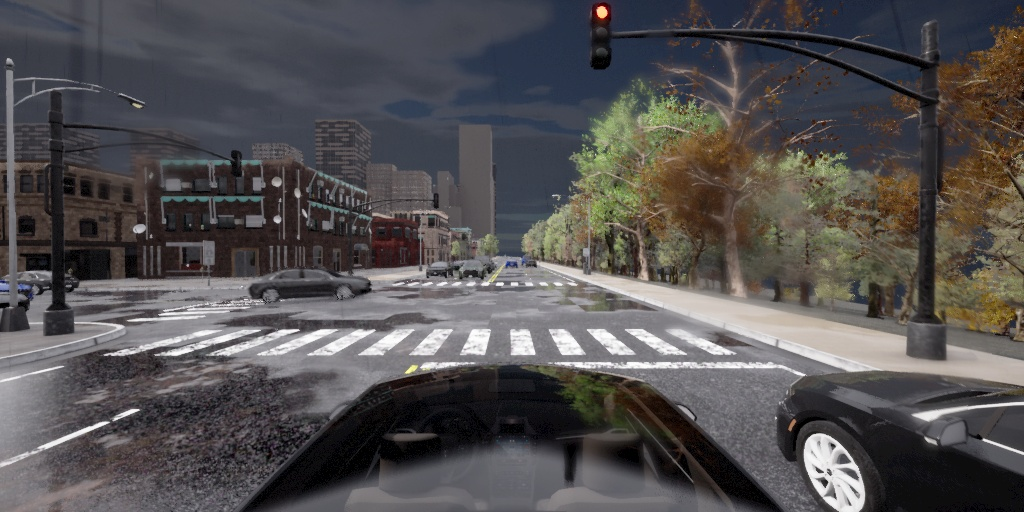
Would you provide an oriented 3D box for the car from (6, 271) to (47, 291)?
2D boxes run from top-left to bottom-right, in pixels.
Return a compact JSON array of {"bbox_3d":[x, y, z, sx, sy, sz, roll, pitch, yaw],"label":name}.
[{"bbox_3d":[-23.774,1.493,15.359,5.008,1.535,1.882,0,1,0],"label":"car"}]

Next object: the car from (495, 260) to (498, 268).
[{"bbox_3d":[-3.445,1.296,50.798,1.994,1.385,4.181,0,0,0],"label":"car"}]

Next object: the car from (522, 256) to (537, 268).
[{"bbox_3d":[3.223,1.232,61.434,1.837,1.490,4.892,0,0,0],"label":"car"}]

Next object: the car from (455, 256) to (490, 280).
[{"bbox_3d":[-3.405,1.093,31.712,2.097,1.767,4.553,0,0,0],"label":"car"}]

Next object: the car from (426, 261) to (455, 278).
[{"bbox_3d":[-6.656,1.217,33.540,1.882,1.535,5.008,0,0,0],"label":"car"}]

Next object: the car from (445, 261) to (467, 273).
[{"bbox_3d":[-6.672,1.336,43.502,1.895,1.301,4.718,0,0,0],"label":"car"}]

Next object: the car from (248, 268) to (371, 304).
[{"bbox_3d":[-9.037,1.276,16.304,4.892,1.490,1.837,-2,1,-13],"label":"car"}]

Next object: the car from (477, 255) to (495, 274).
[{"bbox_3d":[-3.425,0.958,41.292,2.150,2.045,5.566,0,0,0],"label":"car"}]

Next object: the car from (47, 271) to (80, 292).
[{"bbox_3d":[-28.321,1.560,21.151,4.403,1.370,2.007,0,0,0],"label":"car"}]

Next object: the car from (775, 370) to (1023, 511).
[{"bbox_3d":[3.365,1.255,1.275,1.837,1.490,4.892,0,0,-2],"label":"car"}]

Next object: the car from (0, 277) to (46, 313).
[{"bbox_3d":[-19.970,1.565,12.656,4.313,1.339,1.948,0,0,0],"label":"car"}]

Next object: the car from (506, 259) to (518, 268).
[{"bbox_3d":[-0.025,1.205,60.855,1.882,1.535,5.008,0,0,0],"label":"car"}]
